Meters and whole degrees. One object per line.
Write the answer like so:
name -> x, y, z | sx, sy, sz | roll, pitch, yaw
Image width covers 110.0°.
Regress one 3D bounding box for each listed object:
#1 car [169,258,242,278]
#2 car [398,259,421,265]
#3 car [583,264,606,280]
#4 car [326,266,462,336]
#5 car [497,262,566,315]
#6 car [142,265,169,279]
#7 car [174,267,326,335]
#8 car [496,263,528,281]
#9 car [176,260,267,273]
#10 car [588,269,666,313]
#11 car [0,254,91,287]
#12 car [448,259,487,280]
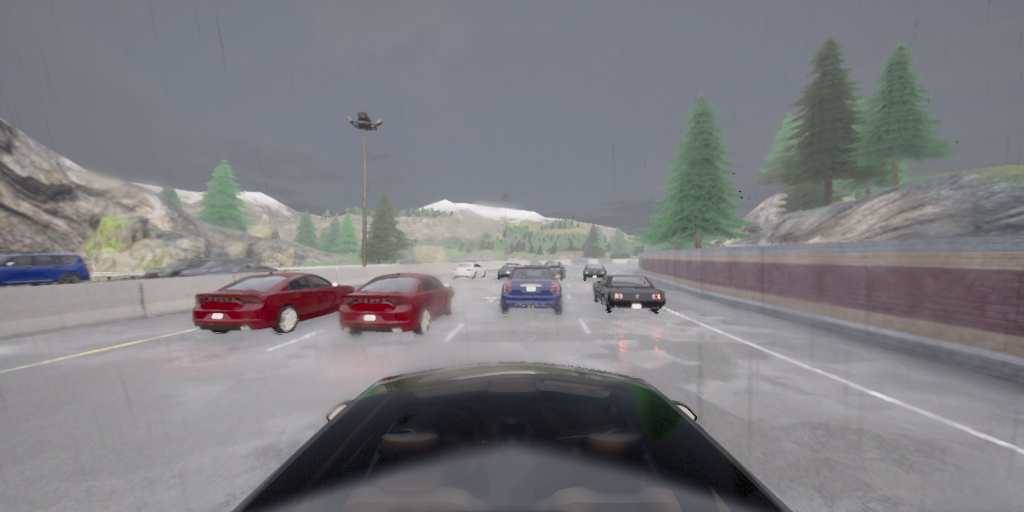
car -> -19.272, 1.040, 23.829 | 2.097, 1.767, 4.553 | 0, 0, 9
car -> -16.999, 1.251, 59.619 | 1.994, 1.385, 4.181 | 0, 0, 21
car -> 7.154, 1.366, 30.939 | 1.895, 1.301, 4.718 | 0, 0, 13
car -> -2.987, 1.217, 10.405 | 1.882, 1.535, 5.008 | 0, 0, 4
car -> 0.829, 1.102, 13.874 | 2.097, 1.767, 4.553 | 0, 0, 5
car -> -22.625, 1.029, 24.992 | 2.097, 1.767, 4.553 | 0, 0, 9
car -> -6.482, 1.206, 10.551 | 1.882, 1.535, 5.008 | 0, 0, 4
car -> 0.094, 1.308, 31.295 | 1.994, 1.385, 4.181 | 0, 0, 12
car -> -16.144, 1.189, 21.125 | 2.128, 1.511, 4.902 | 0, 0, 8
car -> 4.315, 1.361, 13.982 | 1.895, 1.301, 4.718 | 0, 0, 6
car -> -26.930, 0.888, 19.488 | 2.150, 2.045, 5.566 | 0, 0, 7
car -> -3.594, 1.259, 30.894 | 1.812, 1.442, 4.674 | 0, 0, 12
